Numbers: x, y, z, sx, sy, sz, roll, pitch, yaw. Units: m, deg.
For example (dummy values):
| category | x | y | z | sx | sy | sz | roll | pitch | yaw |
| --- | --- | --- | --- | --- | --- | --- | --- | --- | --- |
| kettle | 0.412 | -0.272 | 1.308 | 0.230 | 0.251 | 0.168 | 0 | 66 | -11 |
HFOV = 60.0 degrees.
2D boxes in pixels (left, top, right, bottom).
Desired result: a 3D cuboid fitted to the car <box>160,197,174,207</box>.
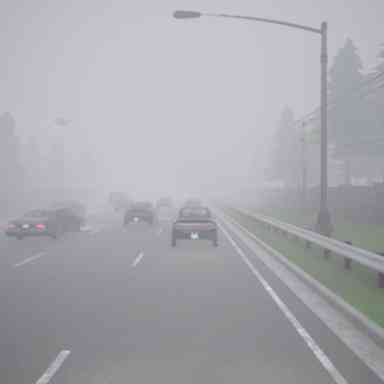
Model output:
| category | x | y | z | sx | sy | sz | roll | pitch | yaw |
| --- | --- | --- | --- | --- | --- | --- | --- | --- | --- |
| car | -3.400 | 1.309 | 42.084 | 2.033 | 1.411 | 5.357 | 0 | 0 | 0 |

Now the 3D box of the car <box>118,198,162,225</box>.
| category | x | y | z | sx | sy | sz | roll | pitch | yaw |
| --- | --- | --- | --- | --- | --- | --- | --- | --- | --- |
| car | -3.398 | 1.378 | 22.666 | 1.837 | 1.490 | 4.892 | 0 | 1 | 0 |

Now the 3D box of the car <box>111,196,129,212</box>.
| category | x | y | z | sx | sy | sz | roll | pitch | yaw |
| --- | --- | --- | --- | --- | --- | --- | --- | --- | --- |
| car | -6.915 | 1.398 | 35.598 | 1.895 | 1.301 | 4.718 | 0 | 0 | 0 |

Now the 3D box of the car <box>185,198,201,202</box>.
| category | x | y | z | sx | sy | sz | roll | pitch | yaw |
| --- | --- | --- | --- | --- | --- | --- | --- | --- | --- |
| car | 0.094 | 1.347 | 38.372 | 1.994 | 1.385 | 4.181 | 0 | 0 | 0 |

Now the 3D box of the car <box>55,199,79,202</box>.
| category | x | y | z | sx | sy | sz | roll | pitch | yaw |
| --- | --- | --- | --- | --- | --- | --- | --- | --- | --- |
| car | -10.398 | 1.333 | 27.924 | 2.128 | 1.511 | 4.902 | 0 | 0 | 0 |

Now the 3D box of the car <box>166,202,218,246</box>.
| category | x | y | z | sx | sy | sz | roll | pitch | yaw |
| --- | --- | --- | --- | --- | --- | --- | --- | --- | --- |
| car | 0.100 | 1.407 | 14.731 | 2.128 | 1.511 | 4.902 | 0 | 0 | 0 |

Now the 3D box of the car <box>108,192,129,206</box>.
| category | x | y | z | sx | sy | sz | roll | pitch | yaw |
| --- | --- | --- | --- | --- | --- | --- | --- | --- | --- |
| car | -10.397 | 0.953 | 47.461 | 2.150 | 2.045 | 5.566 | 0 | 1 | 0 |

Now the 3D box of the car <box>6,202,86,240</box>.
| category | x | y | z | sx | sy | sz | roll | pitch | yaw |
| --- | --- | --- | --- | --- | --- | --- | --- | --- | --- |
| car | -6.888 | 1.454 | 16.291 | 2.033 | 1.411 | 5.357 | 0 | 0 | 0 |
